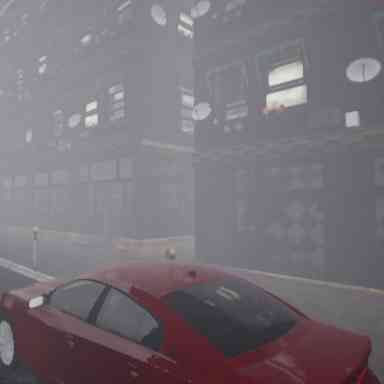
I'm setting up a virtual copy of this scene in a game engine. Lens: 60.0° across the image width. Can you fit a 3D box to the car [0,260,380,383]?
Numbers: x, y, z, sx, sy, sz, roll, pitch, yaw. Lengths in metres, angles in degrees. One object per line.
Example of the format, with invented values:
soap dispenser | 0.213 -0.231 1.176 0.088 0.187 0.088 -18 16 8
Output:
car | -0.624 1.566 3.943 5.008 1.535 1.882 0 -2 43
